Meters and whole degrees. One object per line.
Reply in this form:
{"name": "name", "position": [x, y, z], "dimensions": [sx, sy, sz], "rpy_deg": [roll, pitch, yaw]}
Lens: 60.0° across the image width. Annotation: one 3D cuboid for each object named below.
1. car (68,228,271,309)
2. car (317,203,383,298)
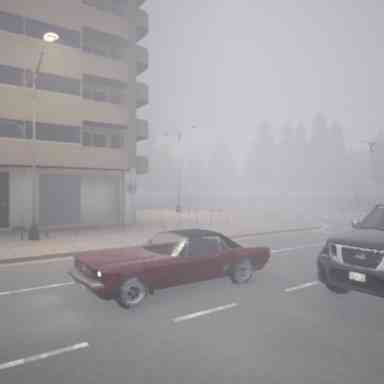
{"name": "car", "position": [-0.378, 1.597, 7.982], "dimensions": [4.718, 1.301, 1.895], "rpy_deg": [0, 0, -35]}
{"name": "car", "position": [5.283, 1.217, 7.687], "dimensions": [5.566, 2.045, 2.150], "rpy_deg": [0, 0, -35]}
